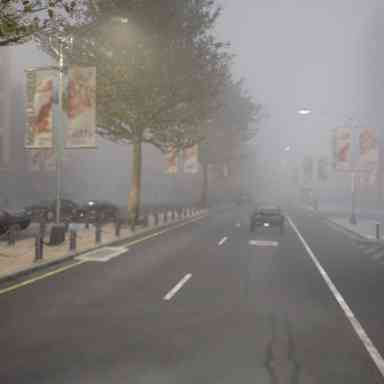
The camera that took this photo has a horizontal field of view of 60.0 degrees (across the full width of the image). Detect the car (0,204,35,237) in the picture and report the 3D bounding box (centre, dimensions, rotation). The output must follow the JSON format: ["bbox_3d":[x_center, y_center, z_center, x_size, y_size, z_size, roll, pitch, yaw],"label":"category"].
[{"bbox_3d":[-9.009,1.354,13.660,1.895,1.301,4.718,1,0,13],"label":"car"}]

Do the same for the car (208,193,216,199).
[{"bbox_3d":[5.506,0.991,89.216,1.882,1.535,5.008,1,0,13],"label":"car"}]

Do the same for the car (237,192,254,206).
[{"bbox_3d":[7.998,1.034,49.664,2.150,2.045,5.566,1,0,13],"label":"car"}]

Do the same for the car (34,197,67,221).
[{"bbox_3d":[-10.081,1.171,24.130,1.837,1.490,4.892,1,0,14],"label":"car"}]

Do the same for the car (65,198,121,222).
[{"bbox_3d":[-6.657,1.295,23.421,1.994,1.385,4.181,1,0,13],"label":"car"}]

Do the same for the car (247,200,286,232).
[{"bbox_3d":[4.473,1.452,19.793,1.837,1.490,4.892,1,0,13],"label":"car"}]
